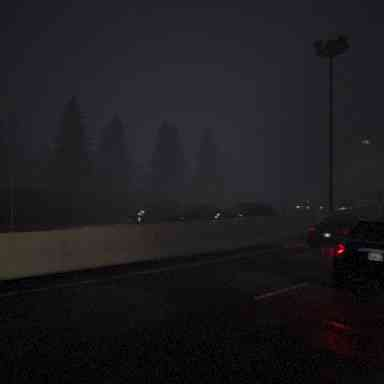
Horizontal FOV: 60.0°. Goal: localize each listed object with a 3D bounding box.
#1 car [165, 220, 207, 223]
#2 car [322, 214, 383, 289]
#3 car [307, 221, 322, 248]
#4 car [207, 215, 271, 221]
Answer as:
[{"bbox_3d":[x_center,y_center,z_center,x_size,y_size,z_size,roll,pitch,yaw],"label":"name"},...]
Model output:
[{"bbox_3d":[0.294,1.567,22.750,5.008,1.535,1.882,0,0,-44],"label":"car"},{"bbox_3d":[5.482,1.398,8.346,4.553,1.767,2.097,0,0,-40],"label":"car"},{"bbox_3d":[6.649,1.635,14.079,4.181,1.385,1.994,0,0,-43],"label":"car"},{"bbox_3d":[3.433,1.442,20.964,2.097,1.767,4.553,0,0,45],"label":"car"}]
